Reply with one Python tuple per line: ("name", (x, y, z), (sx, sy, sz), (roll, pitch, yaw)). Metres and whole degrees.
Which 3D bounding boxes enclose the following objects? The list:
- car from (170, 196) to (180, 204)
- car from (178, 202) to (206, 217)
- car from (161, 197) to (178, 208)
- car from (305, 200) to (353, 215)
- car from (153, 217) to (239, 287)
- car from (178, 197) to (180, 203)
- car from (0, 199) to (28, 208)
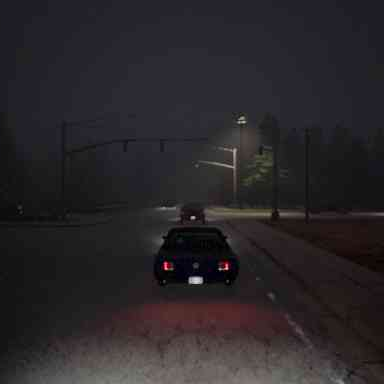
("car", (-3.547, 1.724, 71.816), (1.882, 1.535, 5.008), (0, 0, 1))
("car", (0.054, 1.613, 25.363), (1.812, 1.442, 4.674), (0, 0, 0))
("car", (-3.685, 1.744, 52.242), (1.994, 1.385, 4.181), (0, 0, 0))
("car", (14.704, 1.636, 35.823), (4.902, 1.511, 2.128), (0, 0, 1))
("car", (0.083, 1.634, 9.416), (1.895, 1.301, 4.718), (0, 0, 0))
("car", (-3.658, 1.775, 61.510), (1.994, 1.385, 4.181), (0, 0, 0))
("car", (-18.398, 1.497, 32.663), (4.553, 1.767, 2.097), (0, 0, 1))
